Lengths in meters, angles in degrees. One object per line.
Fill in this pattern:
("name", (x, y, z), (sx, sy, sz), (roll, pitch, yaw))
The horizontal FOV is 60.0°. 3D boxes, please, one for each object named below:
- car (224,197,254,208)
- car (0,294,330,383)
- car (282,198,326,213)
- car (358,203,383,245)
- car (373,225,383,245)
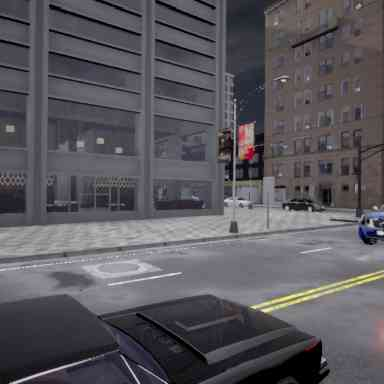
("car", (6.037, 1.382, 43.907), (1.812, 1.442, 4.674), (1, 0, -35))
("car", (-0.987, 1.601, 2.679), (4.718, 1.301, 1.895), (0, 0, -35))
("car", (11.901, 1.403, 35.582), (1.837, 1.490, 4.892), (1, 0, -35))
("car", (9.454, 1.223, 14.365), (5.566, 2.045, 2.150), (0, 0, -37))
("car", (6.461, 1.527, 7.896), (4.674, 1.442, 1.812), (0, 0, -35))
